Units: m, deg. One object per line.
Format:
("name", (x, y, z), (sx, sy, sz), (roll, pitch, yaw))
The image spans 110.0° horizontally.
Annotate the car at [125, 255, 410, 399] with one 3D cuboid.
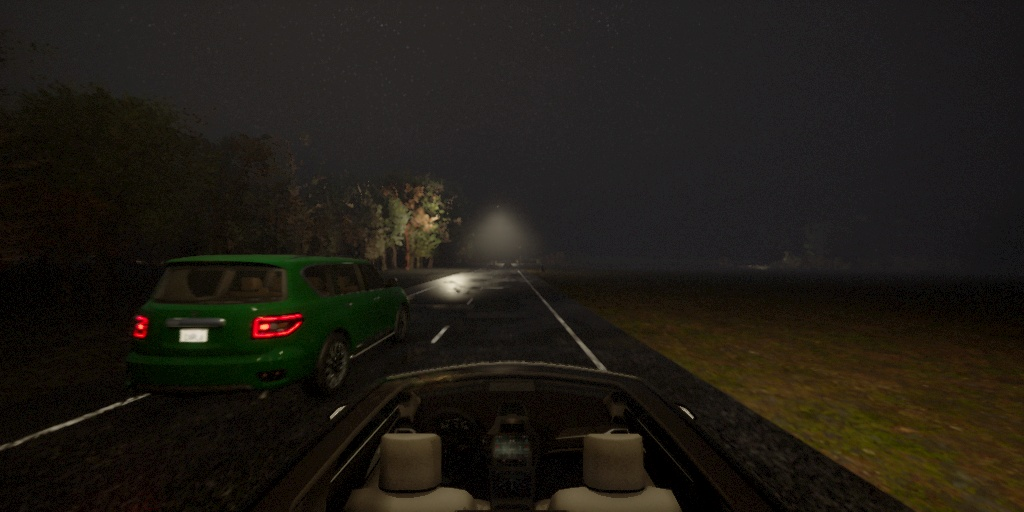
("car", (-3.612, 1.013, 6.719), (2.150, 2.045, 5.566), (0, -1, -1))
